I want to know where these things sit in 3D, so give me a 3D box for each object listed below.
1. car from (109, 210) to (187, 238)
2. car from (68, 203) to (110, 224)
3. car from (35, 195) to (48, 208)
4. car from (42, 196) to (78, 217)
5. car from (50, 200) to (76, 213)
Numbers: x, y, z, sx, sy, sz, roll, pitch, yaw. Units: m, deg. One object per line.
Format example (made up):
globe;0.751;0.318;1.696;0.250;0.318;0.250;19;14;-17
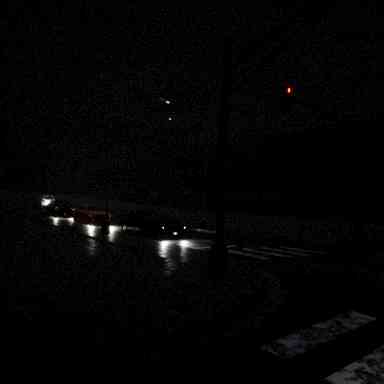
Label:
car;-2.489;1.761;19.229;2.033;1.411;5.357;4;-3;-38
car;-8.212;1.769;27.260;1.882;1.535;5.008;4;-3;-36
car;-23.590;1.547;53.583;2.150;2.045;5.566;4;-1;-36
car;-14.067;1.678;35.434;2.097;1.767;4.553;4;-2;-35
car;-17.716;1.939;45.453;2.128;1.511;4.902;4;-2;-35
